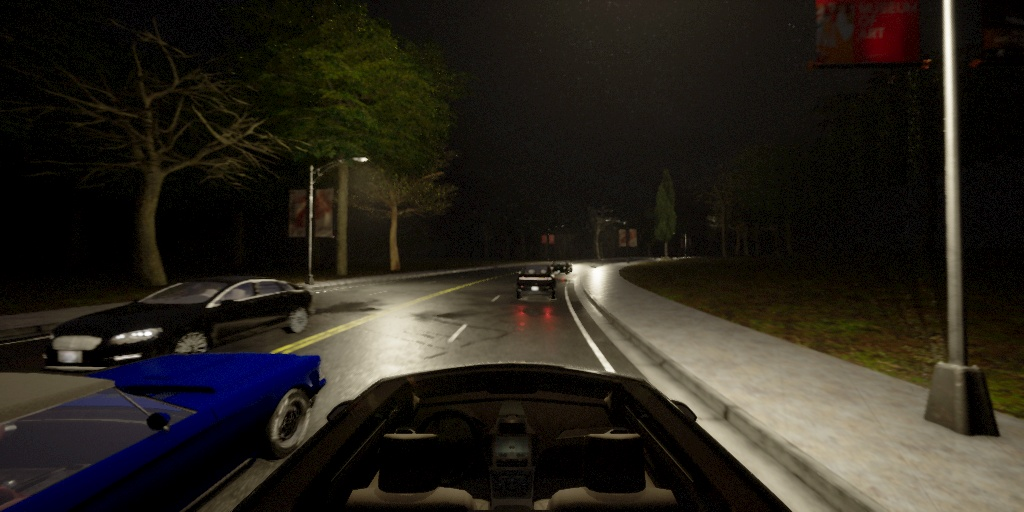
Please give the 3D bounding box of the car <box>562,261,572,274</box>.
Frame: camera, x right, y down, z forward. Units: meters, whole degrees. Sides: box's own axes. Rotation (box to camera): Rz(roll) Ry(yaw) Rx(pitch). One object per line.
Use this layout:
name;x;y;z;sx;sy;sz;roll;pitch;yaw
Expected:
car;5.123;1.189;37.049;1.895;1.301;4.718;0;0;15

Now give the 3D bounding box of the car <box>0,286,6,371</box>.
car;-9.723;1.238;3.885;1.812;1.442;4.674;0;0;2

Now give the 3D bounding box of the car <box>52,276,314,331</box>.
car;-6.337;1.208;7.686;2.128;1.511;4.902;0;0;3

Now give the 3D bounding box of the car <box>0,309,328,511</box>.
car;-3.086;1.339;2.033;1.895;1.301;4.718;0;0;0

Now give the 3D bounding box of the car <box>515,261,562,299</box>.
car;1.287;1.186;17.923;2.128;1.511;4.902;0;0;7
